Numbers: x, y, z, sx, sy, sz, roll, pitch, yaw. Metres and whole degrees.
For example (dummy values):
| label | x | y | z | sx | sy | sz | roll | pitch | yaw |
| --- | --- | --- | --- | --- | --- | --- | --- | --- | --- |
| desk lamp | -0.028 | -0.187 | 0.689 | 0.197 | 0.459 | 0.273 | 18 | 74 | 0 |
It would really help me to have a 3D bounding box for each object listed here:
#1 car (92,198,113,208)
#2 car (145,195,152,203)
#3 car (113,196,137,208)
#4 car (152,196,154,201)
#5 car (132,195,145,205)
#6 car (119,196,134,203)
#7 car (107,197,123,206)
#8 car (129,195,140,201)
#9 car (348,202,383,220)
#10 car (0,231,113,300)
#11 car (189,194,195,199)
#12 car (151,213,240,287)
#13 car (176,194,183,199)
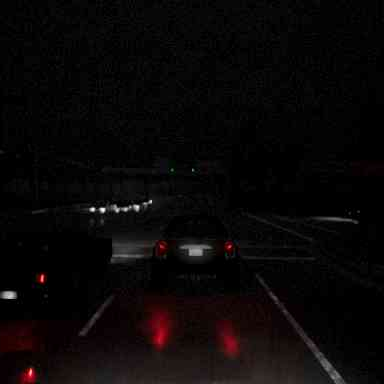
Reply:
| label | x | y | z | sx | sy | sz | roll | pitch | yaw |
| --- | --- | --- | --- | --- | --- | --- | --- | --- | --- |
| car | -14.084 | 1.732 | 52.062 | 1.812 | 1.442 | 4.674 | 0 | 0 | 0 |
| car | -10.492 | 1.579 | 72.161 | 1.812 | 1.442 | 4.674 | 0 | 1 | 0 |
| car | -10.586 | 1.747 | 52.829 | 2.033 | 1.411 | 5.357 | 0 | 0 | 0 |
| car | -10.491 | 1.473 | 82.093 | 1.994 | 1.385 | 4.181 | 0 | 1 | 0 |
| car | -10.531 | 1.748 | 62.421 | 1.895 | 1.301 | 4.718 | 0 | 0 | 1 |
| car | -13.992 | 1.589 | 71.294 | 2.128 | 1.511 | 4.902 | 0 | 1 | 0 |
| car | -14.034 | 1.682 | 61.157 | 1.812 | 1.442 | 4.674 | 0 | 0 | 1 |
| car | -13.991 | 1.427 | 81.676 | 1.837 | 1.490 | 4.892 | 0 | 1 | 0 |
| car | 16.685 | 1.696 | 30.128 | 4.892 | 1.490 | 1.837 | 0 | 0 | -1 |
| car | -3.410 | 1.655 | 8.450 | 1.895 | 1.301 | 4.718 | 0 | 0 | 0 |
| car | 0.010 | 1.232 | 93.852 | 1.882 | 1.535 | 5.008 | 0 | 1 | 0 |
| car | 0.091 | 1.414 | 9.717 | 2.097 | 1.767 | 4.553 | 0 | 0 | 0 |
| car | -3.490 | 1.237 | 93.454 | 1.882 | 1.535 | 5.008 | 0 | 1 | 0 |
